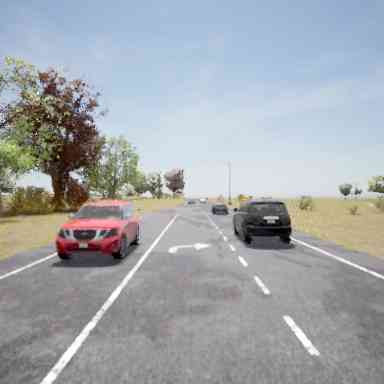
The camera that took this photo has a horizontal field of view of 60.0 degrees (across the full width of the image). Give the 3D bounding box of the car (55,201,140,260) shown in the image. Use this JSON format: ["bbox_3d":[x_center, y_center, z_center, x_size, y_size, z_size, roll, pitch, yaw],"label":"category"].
[{"bbox_3d":[-3.484,1.386,13.418,2.150,2.045,5.566,0,-1,0],"label":"car"}]

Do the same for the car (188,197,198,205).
[{"bbox_3d":[-0.059,2.517,83.392,1.994,1.385,4.181,0,-1,0],"label":"car"}]

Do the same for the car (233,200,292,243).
[{"bbox_3d":[3.489,1.423,17.354,2.150,2.045,5.566,0,-1,0],"label":"car"}]

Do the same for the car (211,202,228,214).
[{"bbox_3d":[3.471,1.980,42.641,2.128,1.511,4.902,0,-1,0],"label":"car"}]
